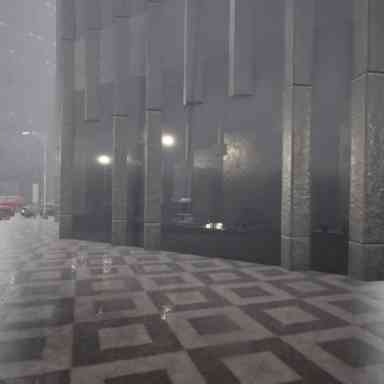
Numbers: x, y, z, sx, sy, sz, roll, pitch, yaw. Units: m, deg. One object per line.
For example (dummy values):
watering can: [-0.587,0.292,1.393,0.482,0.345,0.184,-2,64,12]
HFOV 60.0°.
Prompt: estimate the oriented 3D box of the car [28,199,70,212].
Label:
car: [-17.502,1.634,40.923,1.947,1.339,4.313,1,0,36]

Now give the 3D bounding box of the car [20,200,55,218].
car: [-13.844,1.742,31.372,1.947,1.339,4.313,1,0,36]

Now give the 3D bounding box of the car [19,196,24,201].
car: [-20.775,1.354,36.328,2.192,1.841,5.009,1,0,36]

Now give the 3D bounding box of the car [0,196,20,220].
car: [-17.118,1.463,26.776,2.192,1.841,5.009,1,0,36]
